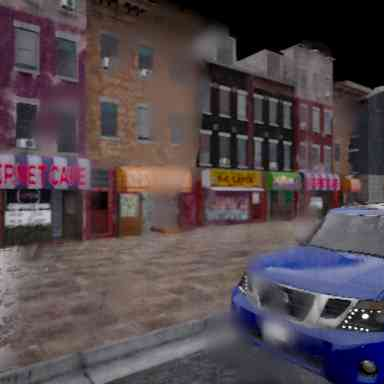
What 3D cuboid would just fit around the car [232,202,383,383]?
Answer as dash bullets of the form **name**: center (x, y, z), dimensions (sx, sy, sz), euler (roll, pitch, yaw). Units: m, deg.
- **car**: center (3.195, 1.215, 5.346), dimensions (5.566, 2.045, 2.150), euler (0, 0, -35)
